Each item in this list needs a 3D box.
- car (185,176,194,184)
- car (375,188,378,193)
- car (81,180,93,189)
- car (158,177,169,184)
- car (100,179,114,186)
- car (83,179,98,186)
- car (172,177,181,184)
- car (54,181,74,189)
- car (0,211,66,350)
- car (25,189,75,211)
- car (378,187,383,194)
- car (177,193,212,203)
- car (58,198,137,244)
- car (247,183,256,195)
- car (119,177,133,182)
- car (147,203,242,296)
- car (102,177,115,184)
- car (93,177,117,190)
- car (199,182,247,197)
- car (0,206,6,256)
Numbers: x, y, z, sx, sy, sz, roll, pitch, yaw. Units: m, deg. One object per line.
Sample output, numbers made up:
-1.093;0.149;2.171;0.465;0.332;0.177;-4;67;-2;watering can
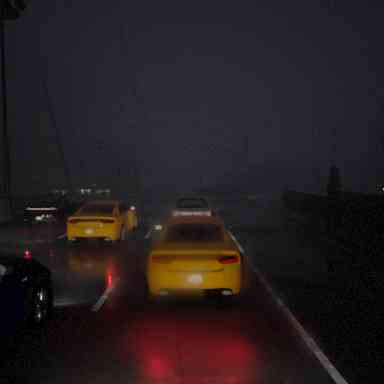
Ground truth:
-0.671;-2.816;86.123;2.033;1.411;5.357;0;3;0;car
25.439;-0.286;41.057;4.718;1.301;1.895;0;3;1;car
-18.017;-1.365;58.663;2.128;1.511;4.902;0;3;0;car
-7.671;-2.830;86.067;2.128;1.511;4.902;0;3;0;car
-18.051;-1.997;70.895;1.812;1.442;4.674;0;3;0;car
-21.550;-1.964;70.793;1.994;1.385;4.181;0;3;0;car
-4.171;-2.880;86.092;1.882;1.535;5.008;0;3;0;car
-21.509;-1.111;55.998;1.895;1.301;4.718;0;3;0;car
-3.427;1.313;3.900;2.097;1.767;4.553;0;1;0;car
-7.027;0.863;17.642;2.128;1.511;4.902;0;3;0;car
24.402;-0.206;37.588;4.902;1.511;2.128;0;3;2;car
-0.026;0.972;17.778;1.895;1.301;4.718;0;3;0;car
-3.497;1.060;13.732;1.882;1.535;5.008;0;3;0;car
5.732;-0.482;42.567;4.902;1.511;2.128;1;4;15;car
-14.554;-1.944;71.262;1.895;1.301;4.718;0;3;0;car
0.042;1.315;8.409;1.882;1.535;5.008;0;2;0;car
-21.674;-3.008;86.289;2.097;1.767;4.553;0;3;0;car
-14.519;-1.523;56.625;2.150;2.045;5.566;0;3;0;car
3.229;-0.214;37.349;5.008;1.535;1.882;0;3;-8;car
-6.957;1.320;8.231;1.882;1.535;5.008;0;2;0;car
